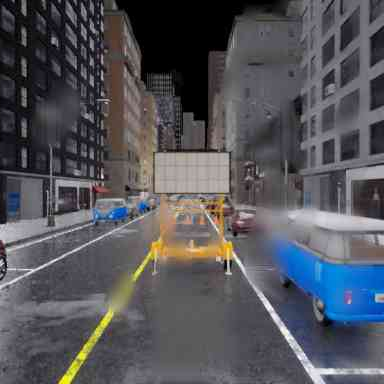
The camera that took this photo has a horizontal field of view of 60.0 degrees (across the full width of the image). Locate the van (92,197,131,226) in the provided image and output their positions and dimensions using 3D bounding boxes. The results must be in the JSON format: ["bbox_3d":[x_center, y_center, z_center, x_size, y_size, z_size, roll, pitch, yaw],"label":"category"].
[{"bbox_3d":[-5.674,1.340,23.298,1.690,1.788,3.998,0,0,0],"label":"van"}]

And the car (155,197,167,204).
[{"bbox_3d":[-5.682,1.589,61.806,1.802,1.307,4.206,0,0,0],"label":"car"}]

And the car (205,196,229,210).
[{"bbox_3d":[2.849,1.314,34.301,2.192,1.841,5.009,0,0,0],"label":"car"}]

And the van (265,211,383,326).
[{"bbox_3d":[2.855,1.340,6.794,1.690,1.788,3.998,0,0,0],"label":"van"}]

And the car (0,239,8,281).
[{"bbox_3d":[-5.670,1.440,6.793,1.967,1.590,4.097,0,0,0],"label":"car"}]

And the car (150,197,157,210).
[{"bbox_3d":[-5.677,1.566,39.801,1.947,1.339,4.313,0,0,0],"label":"car"}]

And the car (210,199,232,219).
[{"bbox_3d":[2.851,1.581,28.799,1.802,1.307,4.206,0,0,0],"label":"car"}]

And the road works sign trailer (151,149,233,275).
[{"bbox_3d":[-0.001,0.464,10.472,2.380,3.560,2.880,0,0,0],"label":"road works sign trailer"}]

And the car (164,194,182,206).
[{"bbox_3d":[-3.010,1.530,53.568,1.812,1.442,4.674,0,0,0],"label":"car"}]

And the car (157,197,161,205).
[{"bbox_3d":[-5.677,1.584,45.302,1.802,1.307,4.206,0,0,0],"label":"car"}]

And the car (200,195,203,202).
[{"bbox_3d":[2.845,1.556,56.307,2.008,1.369,4.403,0,0,0],"label":"car"}]

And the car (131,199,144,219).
[{"bbox_3d":[-5.674,1.550,28.798,2.008,1.369,4.403,0,0,0],"label":"car"}]

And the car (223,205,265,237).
[{"bbox_3d":[2.853,1.581,17.797,1.802,1.307,4.206,0,0,0],"label":"car"}]

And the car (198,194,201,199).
[{"bbox_3d":[2.843,1.576,67.309,1.947,1.339,4.313,0,0,0],"label":"car"}]

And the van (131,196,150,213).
[{"bbox_3d":[-5.676,1.340,34.299,1.690,1.788,3.998,0,0,0],"label":"van"}]

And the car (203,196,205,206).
[{"bbox_3d":[2.848,1.442,45.304,1.967,1.590,4.097,0,0,0],"label":"car"}]

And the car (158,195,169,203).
[{"bbox_3d":[-5.683,1.450,67.308,1.967,1.590,4.097,0,0,0],"label":"car"}]
